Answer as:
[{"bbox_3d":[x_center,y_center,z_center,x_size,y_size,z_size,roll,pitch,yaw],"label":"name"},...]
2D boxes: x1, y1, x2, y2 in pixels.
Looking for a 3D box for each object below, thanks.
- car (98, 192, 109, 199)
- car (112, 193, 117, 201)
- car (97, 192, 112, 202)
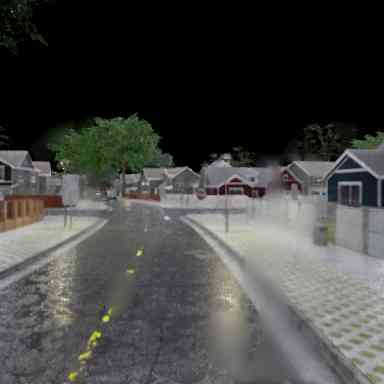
[{"bbox_3d":[-22.465,0.912,84.312,2.097,1.767,4.553,-1,0,-23],"label":"car"},{"bbox_3d":[-18.392,1.090,75.215,2.097,1.767,4.553,-1,0,-24],"label":"car"},{"bbox_3d":[-18.697,1.311,69.403,2.128,1.511,4.902,-1,0,-25],"label":"car"}]
